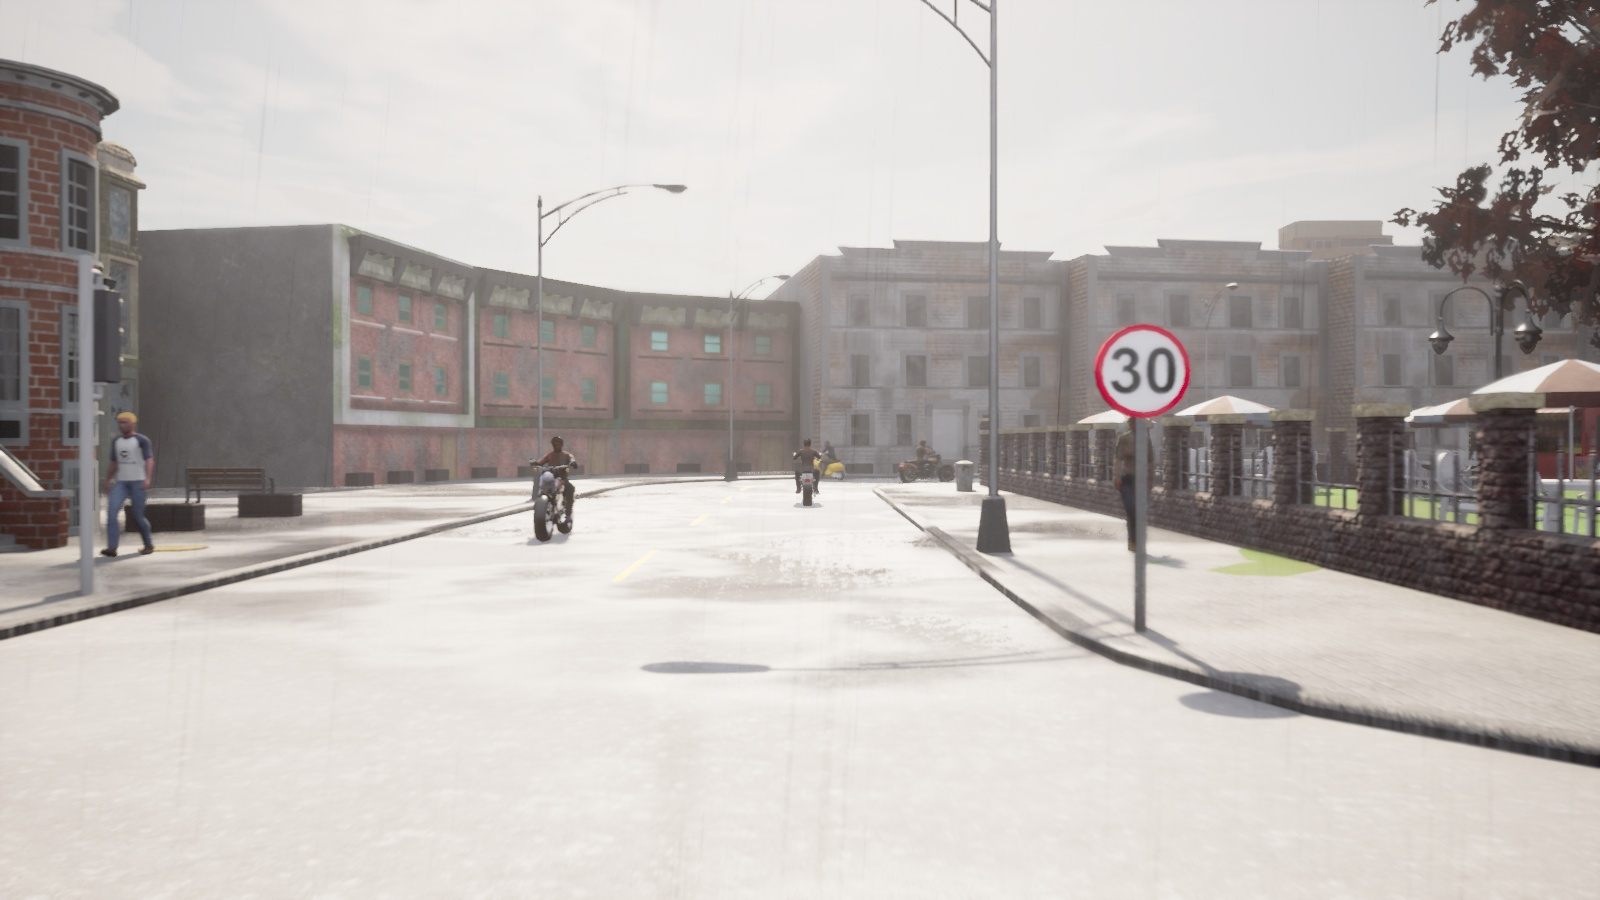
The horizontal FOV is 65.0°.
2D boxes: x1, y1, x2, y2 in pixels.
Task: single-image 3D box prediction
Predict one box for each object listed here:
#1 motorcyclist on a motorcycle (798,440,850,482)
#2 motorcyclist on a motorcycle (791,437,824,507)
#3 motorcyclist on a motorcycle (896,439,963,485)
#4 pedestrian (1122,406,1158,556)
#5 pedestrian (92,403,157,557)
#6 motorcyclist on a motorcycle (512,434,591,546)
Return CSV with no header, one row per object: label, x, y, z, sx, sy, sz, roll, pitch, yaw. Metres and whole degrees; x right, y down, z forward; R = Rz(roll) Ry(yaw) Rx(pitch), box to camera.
motorcyclist on a motorcycle,0.950,0.427,48.843,1.817,1.590,0.866,0,2,-33
motorcyclist on a motorcycle,0.183,0.524,30.723,0.766,1.649,2.350,0,0,0
motorcyclist on a motorcycle,4.769,0.441,46.284,2.350,1.649,0.766,0,2,-25
pedestrian,4.217,0.372,15.593,0.328,1.805,0.869,0,0,8
pedestrian,-8.243,0.358,15.333,0.354,1.836,0.706,0,0,6
motorcyclist on a motorcycle,-3.876,0.582,19.773,0.766,1.649,2.350,0,0,0
